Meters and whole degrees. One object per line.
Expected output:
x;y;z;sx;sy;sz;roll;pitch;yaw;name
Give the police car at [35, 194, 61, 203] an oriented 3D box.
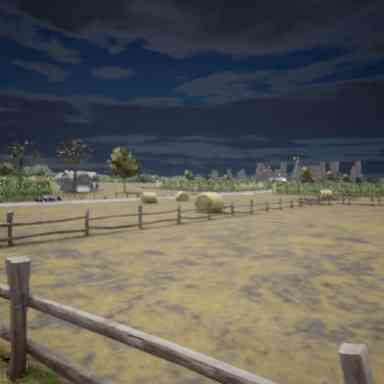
-29.741;1.332;68.725;1.930;1.638;5.238;2;2;36;police car
